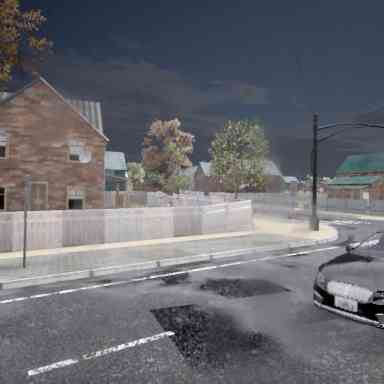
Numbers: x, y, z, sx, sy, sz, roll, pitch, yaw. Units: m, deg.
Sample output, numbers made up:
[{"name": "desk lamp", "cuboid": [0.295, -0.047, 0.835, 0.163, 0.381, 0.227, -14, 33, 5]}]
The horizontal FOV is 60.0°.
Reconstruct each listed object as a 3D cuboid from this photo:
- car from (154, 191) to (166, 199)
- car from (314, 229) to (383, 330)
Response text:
[{"name": "car", "cuboid": [-6.197, 0.640, 61.714, 1.812, 1.442, 4.674, 1, 1, -20]}, {"name": "car", "cuboid": [4.437, 1.497, 6.633, 4.902, 1.511, 2.128, 0, 0, -35]}]
